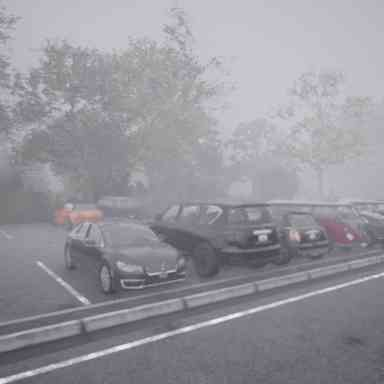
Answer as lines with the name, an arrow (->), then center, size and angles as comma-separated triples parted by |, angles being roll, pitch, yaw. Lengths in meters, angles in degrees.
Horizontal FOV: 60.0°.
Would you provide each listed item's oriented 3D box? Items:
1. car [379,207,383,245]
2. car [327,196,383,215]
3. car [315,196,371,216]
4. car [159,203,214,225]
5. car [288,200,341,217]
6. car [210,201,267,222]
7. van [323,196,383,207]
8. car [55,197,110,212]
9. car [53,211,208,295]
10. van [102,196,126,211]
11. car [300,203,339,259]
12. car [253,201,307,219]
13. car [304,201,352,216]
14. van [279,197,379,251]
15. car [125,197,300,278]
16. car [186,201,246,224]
car -> 7.123, 1.585, 15.506 | 2.231, 1.521, 4.892 | 1, 0, -36
car -> 19.759, 1.572, 40.584 | 2.435, 2.045, 5.566 | 1, 0, -36
car -> 17.594, 1.541, 39.036 | 2.435, 2.045, 5.566 | 1, 0, -36
car -> -0.550, 1.623, 26.103 | 2.002, 1.452, 4.674 | 1, 0, -36
car -> 13.048, 1.733, 35.816 | 2.097, 1.535, 5.008 | 1, 0, -36
car -> 3.985, 1.631, 29.339 | 2.097, 1.535, 5.008 | 1, 0, -36
van -> 9.334, 1.382, 17.235 | 1.878, 1.987, 4.442 | 1, 0, -36
car -> -7.332, 1.389, 21.229 | 2.185, 1.767, 4.553 | 1, 0, -35
car -> -2.014, 1.496, 9.004 | 2.231, 1.521, 4.892 | 1, 0, -35
van -> -5.153, 1.309, 22.964 | 1.878, 1.987, 4.442 | 1, 0, -35
car -> 2.574, 1.410, 12.228 | 2.185, 1.767, 4.553 | 1, 0, -36
car -> 8.497, 1.708, 32.605 | 2.163, 1.488, 4.792 | 1, 0, -36
car -> 15.211, 1.800, 37.365 | 2.002, 1.452, 4.674 | 1, 0, -36
van -> 4.906, 1.334, 13.788 | 1.878, 1.987, 4.442 | 1, 0, -36
car -> 0.259, 1.264, 10.651 | 2.435, 2.045, 5.566 | 1, 0, -35
car -> 1.823, 1.604, 27.573 | 1.946, 1.575, 5.366 | 1, 0, -36
